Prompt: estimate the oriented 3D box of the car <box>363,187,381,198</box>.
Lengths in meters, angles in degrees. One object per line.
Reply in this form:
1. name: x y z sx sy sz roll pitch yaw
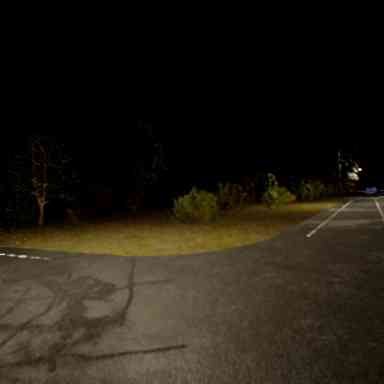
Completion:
1. car: 36.434 0.082 67.754 2.150 2.045 5.566 -3 0 35
